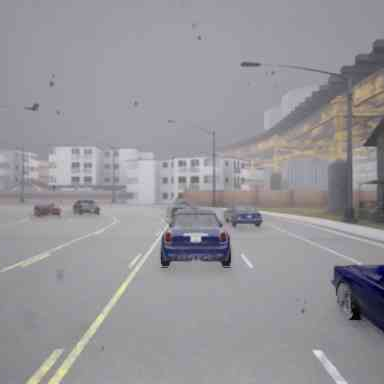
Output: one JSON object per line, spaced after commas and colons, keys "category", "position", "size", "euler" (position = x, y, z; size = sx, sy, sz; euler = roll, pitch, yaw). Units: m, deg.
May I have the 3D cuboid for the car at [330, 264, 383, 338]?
{"category": "car", "position": [3.574, 1.605, 4.323], "size": [1.895, 1.301, 4.718], "euler": [0, 0, 1]}

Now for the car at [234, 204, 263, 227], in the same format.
{"category": "car", "position": [3.332, 1.548, 22.703], "size": [2.033, 1.411, 5.357], "euler": [0, 0, -4]}

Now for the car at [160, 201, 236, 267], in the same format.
{"category": "car", "position": [0.119, 1.350, 11.540], "size": [2.097, 1.767, 4.553], "euler": [0, 0, 0]}

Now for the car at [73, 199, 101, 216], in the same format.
{"category": "car", "position": [-10.260, 1.487, 32.334], "size": [1.837, 1.490, 4.892], "euler": [1, -1, -30]}

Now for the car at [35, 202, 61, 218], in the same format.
{"category": "car", "position": [-13.081, 1.579, 30.146], "size": [1.895, 1.301, 4.718], "euler": [0, 0, -29]}

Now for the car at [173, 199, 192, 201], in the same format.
{"category": "car", "position": [-0.905, 1.346, 27.451], "size": [2.097, 1.767, 4.553], "euler": [0, 0, -11]}
